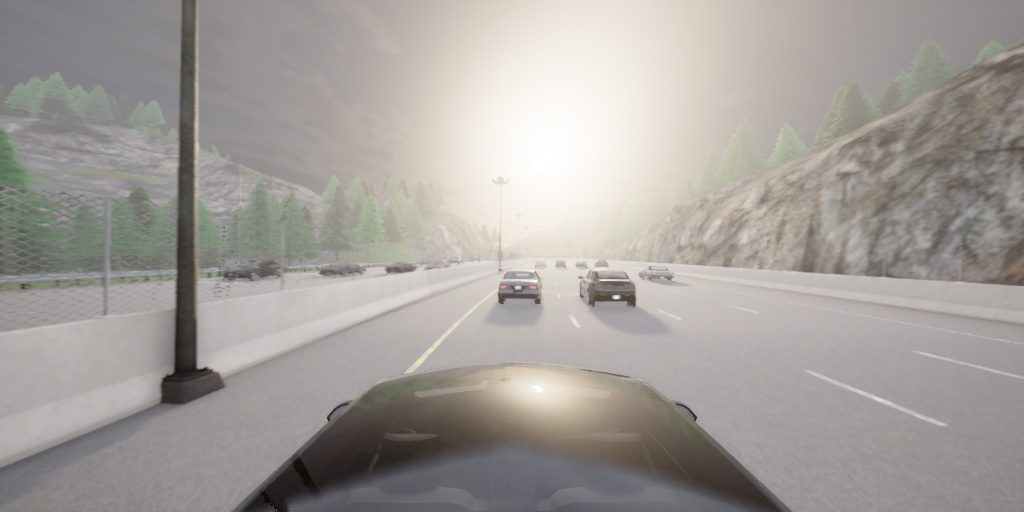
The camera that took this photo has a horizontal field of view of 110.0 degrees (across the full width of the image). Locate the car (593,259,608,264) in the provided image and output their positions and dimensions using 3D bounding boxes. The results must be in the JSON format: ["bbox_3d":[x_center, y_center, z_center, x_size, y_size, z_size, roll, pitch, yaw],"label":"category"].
[{"bbox_3d":[15.585,1.261,63.126,2.097,1.767,4.553,1,0,5],"label":"car"}]

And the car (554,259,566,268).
[{"bbox_3d":[8.701,1.342,64.695,1.837,1.490,4.892,1,0,5],"label":"car"}]

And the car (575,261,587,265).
[{"bbox_3d":[12.215,1.474,63.846,1.895,1.301,4.718,1,0,5],"label":"car"}]

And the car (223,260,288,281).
[{"bbox_3d":[-19.640,1.048,27.782,1.837,1.490,4.892,1,0,6],"label":"car"}]

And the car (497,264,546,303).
[{"bbox_3d":[0.465,1.301,16.622,2.033,1.411,5.357,1,0,5],"label":"car"}]

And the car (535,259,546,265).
[{"bbox_3d":[5.216,1.326,65.013,1.812,1.442,4.674,1,0,5],"label":"car"}]

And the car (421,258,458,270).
[{"bbox_3d":[-7.930,1.213,39.659,2.033,1.411,5.357,1,0,6],"label":"car"}]

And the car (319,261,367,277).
[{"bbox_3d":[-15.569,1.134,33.442,2.033,1.411,5.357,1,0,6],"label":"car"}]

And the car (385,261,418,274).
[{"bbox_3d":[-11.619,1.228,37.917,1.895,1.301,4.718,1,0,6],"label":"car"}]

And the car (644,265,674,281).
[{"bbox_3d":[12.545,1.480,31.590,1.895,1.301,4.718,1,0,6],"label":"car"}]

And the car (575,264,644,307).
[{"bbox_3d":[4.093,1.296,15.869,1.837,1.490,4.892,0,0,4],"label":"car"}]
